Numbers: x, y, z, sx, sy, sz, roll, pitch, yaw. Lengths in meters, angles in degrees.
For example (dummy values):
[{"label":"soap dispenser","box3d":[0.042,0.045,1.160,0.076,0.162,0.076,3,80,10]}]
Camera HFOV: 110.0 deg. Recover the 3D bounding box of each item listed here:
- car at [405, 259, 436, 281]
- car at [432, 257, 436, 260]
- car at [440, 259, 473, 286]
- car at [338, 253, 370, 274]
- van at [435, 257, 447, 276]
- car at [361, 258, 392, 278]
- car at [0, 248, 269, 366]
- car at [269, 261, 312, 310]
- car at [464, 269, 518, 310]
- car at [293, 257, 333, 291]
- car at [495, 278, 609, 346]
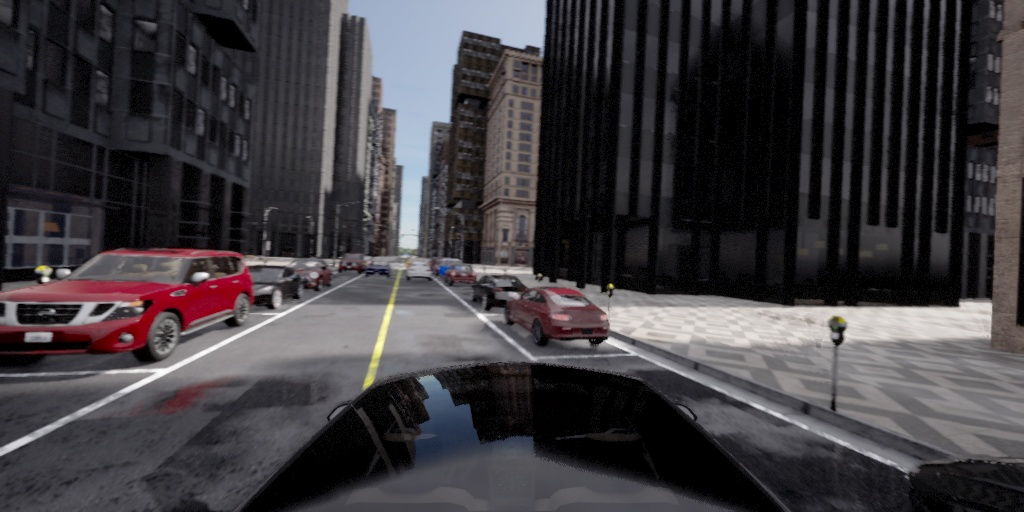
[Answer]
[{"label":"car","box3d":[-7.503,1.189,28.981,1.812,1.442,4.674,3,-1,-16]},{"label":"car","box3d":[-7.006,1.207,36.534,1.967,1.591,4.097,0,0,-17]},{"label":"car","box3d":[-3.802,1.252,25.799,1.967,1.591,4.097,0,0,-17]},{"label":"car","box3d":[-15.164,0.655,34.097,2.192,1.841,5.009,0,0,-17]},{"label":"van","box3d":[-5.404,1.131,31.167,1.690,1.789,3.998,0,0,-17]},{"label":"car","box3d":[-11.064,1.099,29.957,1.895,1.301,4.718,3,-1,-16]},{"label":"car","box3d":[-7.154,0.770,7.256,2.192,1.841,5.009,0,0,-17]},{"label":"car","box3d":[-8.756,0.998,12.624,1.948,1.339,4.313,0,0,-17]},{"label":"car","box3d":[-0.599,1.424,15.064,1.948,1.339,4.313,0,0,-17]},{"label":"car","box3d":[-10.358,0.849,17.992,1.967,1.591,4.097,0,0,-17]},{"label":"car","box3d":[1.003,1.464,9.696,1.802,1.307,4.207,0,0,-17]}]
